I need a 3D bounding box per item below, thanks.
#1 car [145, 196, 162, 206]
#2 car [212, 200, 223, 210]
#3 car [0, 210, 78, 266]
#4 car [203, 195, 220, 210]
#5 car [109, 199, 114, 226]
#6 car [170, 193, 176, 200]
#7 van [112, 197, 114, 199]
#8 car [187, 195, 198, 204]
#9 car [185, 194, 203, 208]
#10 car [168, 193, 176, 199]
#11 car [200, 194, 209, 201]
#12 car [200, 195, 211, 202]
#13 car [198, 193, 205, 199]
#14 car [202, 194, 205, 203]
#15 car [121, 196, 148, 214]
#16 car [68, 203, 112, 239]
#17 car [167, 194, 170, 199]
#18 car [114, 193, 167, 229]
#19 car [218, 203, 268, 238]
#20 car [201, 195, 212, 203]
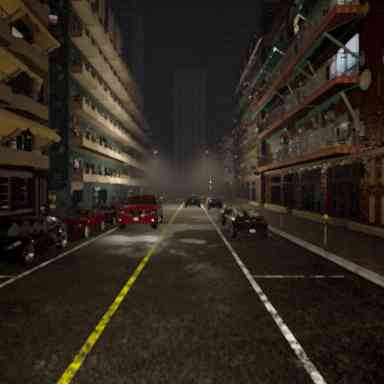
[{"bbox_3d":[-5.726,1.343,50.022,1.947,1.339,4.313,-1,0,0],"label":"car"},{"bbox_3d":[2.670,1.448,22.396,2.008,1.369,4.403,-1,0,0],"label":"car"},{"bbox_3d":[-5.705,1.513,11.357,1.947,1.339,4.313,0,0,0],"label":"car"},{"bbox_3d":[2.661,1.375,38.966,2.008,1.369,4.403,-1,0,0],"label":"car"},{"bbox_3d":[-5.711,1.442,22.405,1.887,1.381,4.507,-1,0,0],"label":"car"},{"bbox_3d":[-5.742,1.223,83.163,1.802,1.307,4.206,-1,0,0],"label":"car"},{"bbox_3d":[-5.716,1.214,27.927,1.690,1.788,3.998,-1,0,0],"label":"van"},{"bbox_3d":[0.070,1.303,59.219,1.994,1.385,4.181,0,0,0],"label":"car"},{"bbox_3d":[0.073,1.149,45.469,2.097,1.767,4.553,0,0,0],"label":"car"},{"bbox_3d":[-5.749,1.037,94.209,1.967,1.590,4.097,-1,0,0],"label":"car"},{"bbox_3d":[2.644,1.210,72.276,1.752,1.417,4.829,-1,0,0],"label":"car"},{"bbox_3d":[2.647,1.259,66.582,2.008,1.369,4.403,-1,0,0],"label":"car"},{"bbox_3d":[2.633,1.141,94.200,1.887,1.381,4.507,-1,0,0],"label":"car"},{"bbox_3d":[2.658,1.325,44.660,1.752,1.417,4.829,-1,0,0],"label":"car"},{"bbox_3d":[-5.718,1.289,33.451,1.967,1.590,4.097,-1,0,0],"label":"car"},{"bbox_3d":[-5.708,1.467,16.881,1.887,1.381,4.507,0,0,0],"label":"car"},{"bbox_3d":[-5.734,1.046,61.067,2.192,1.841,5.009,-1,0,0],"label":"car"},{"bbox_3d":[-3.063,1.127,21.032,2.150,2.045,5.566,0,0,0],"label":"car"},{"bbox_3d":[2.673,1.473,16.872,2.008,1.369,4.403,-1,0,0],"label":"car"},{"bbox_3d":[2.650,1.276,61.059,1.887,1.381,4.507,-1,0,0],"label":"car"}]
